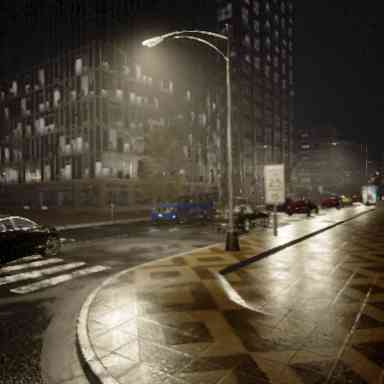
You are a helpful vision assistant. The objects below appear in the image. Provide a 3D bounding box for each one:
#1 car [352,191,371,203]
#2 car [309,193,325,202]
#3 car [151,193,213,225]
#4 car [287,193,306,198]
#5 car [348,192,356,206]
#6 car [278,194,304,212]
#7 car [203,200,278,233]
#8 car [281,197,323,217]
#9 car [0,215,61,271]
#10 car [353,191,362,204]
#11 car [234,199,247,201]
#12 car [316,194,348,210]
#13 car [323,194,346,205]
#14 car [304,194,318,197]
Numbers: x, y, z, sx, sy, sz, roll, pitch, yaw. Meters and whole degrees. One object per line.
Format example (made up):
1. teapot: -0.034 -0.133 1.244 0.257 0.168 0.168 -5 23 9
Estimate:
1. car: 27.930 0.787 54.694 2.192 1.841 5.009 -1 0 34
2. car: 24.169 1.034 64.020 1.967 1.590 4.097 -1 0 34
3. car: -0.477 1.103 23.523 2.150 2.045 5.566 -1 0 34
4. car: 28.428 0.902 90.688 4.507 1.381 1.887 0 -1 34
5. car: 18.596 1.115 41.081 1.752 1.417 4.829 -1 0 34
6. car: 8.449 1.219 30.888 1.882 1.535 5.008 -1 0 35
7. car: 2.778 1.342 18.018 2.008 1.369 4.403 -1 0 34
8. car: 9.067 1.293 27.187 1.802 1.307 4.206 -1 0 34
9. car: -5.668 1.413 9.663 2.128 1.511 4.902 -2 0 5
10. car: 24.786 0.827 50.109 2.192 1.841 5.009 -1 0 34
11. car: 5.302 1.414 36.512 1.802 1.307 4.206 -1 0 34
12. car: 15.356 1.176 36.357 1.887 1.381 4.507 -1 0 34
13. car: 21.342 1.069 49.692 2.128 1.511 4.902 -1 0 35
14. car: 20.929 1.160 59.295 1.752 1.417 4.829 -1 0 34
